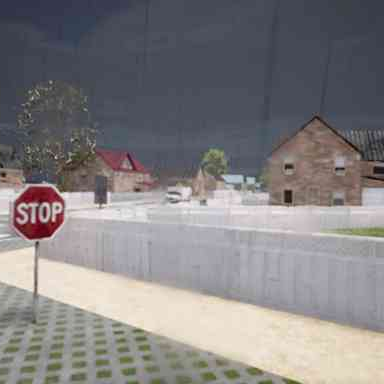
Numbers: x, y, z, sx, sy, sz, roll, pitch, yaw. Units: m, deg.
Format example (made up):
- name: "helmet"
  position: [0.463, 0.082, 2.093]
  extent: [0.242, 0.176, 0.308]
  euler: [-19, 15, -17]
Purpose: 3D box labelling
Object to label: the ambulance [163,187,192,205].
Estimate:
- name: "ambulance"
  position: [-2.067, 0.543, 47.277]
  extent: [2.351, 2.431, 6.366]
  euler: [3, 1, 18]
